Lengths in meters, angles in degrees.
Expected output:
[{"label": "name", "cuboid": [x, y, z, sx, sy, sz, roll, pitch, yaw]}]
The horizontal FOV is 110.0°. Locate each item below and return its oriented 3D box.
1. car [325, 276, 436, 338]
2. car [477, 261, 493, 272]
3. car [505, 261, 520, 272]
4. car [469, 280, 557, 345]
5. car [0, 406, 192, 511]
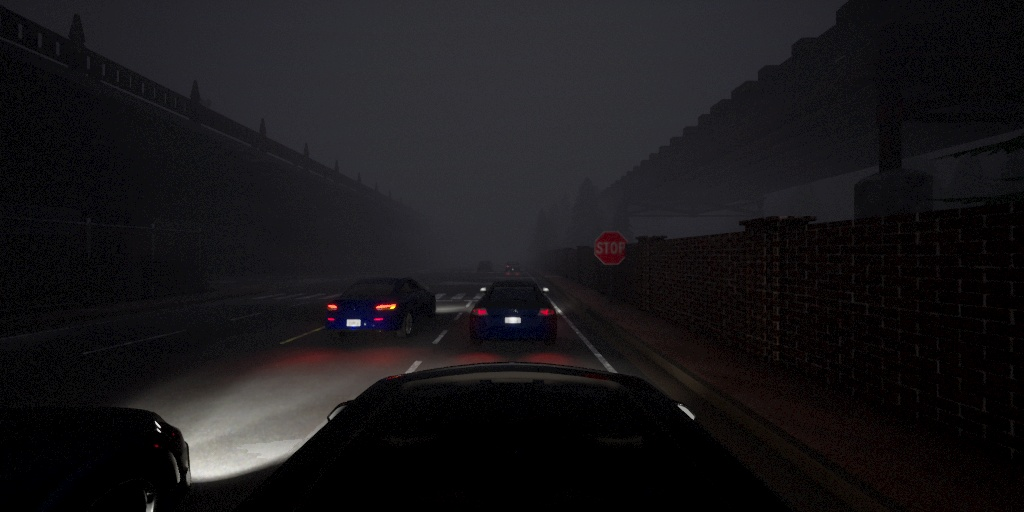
[{"label": "car", "cuboid": [-3.420, 1.276, 10.031, 1.812, 1.442, 4.674, 0, 0, 0]}, {"label": "car", "cuboid": [-3.430, 1.297, 46.056, 2.033, 1.411, 5.357, 0, 0, -1]}, {"label": "car", "cuboid": [0.065, 1.351, 46.252, 1.895, 1.301, 4.718, 0, 0, -1]}, {"label": "car", "cuboid": [0.062, 1.314, 9.511, 1.994, 1.385, 4.181, 0, 0, 1]}, {"label": "car", "cuboid": [-3.399, 1.314, 0.935, 1.994, 1.385, 4.181, 0, 0, 0]}]
